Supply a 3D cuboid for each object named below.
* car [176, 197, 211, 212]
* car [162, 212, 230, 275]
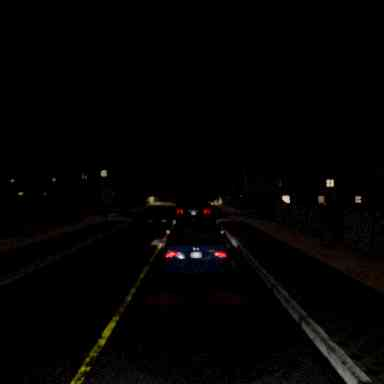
[{"bbox_3d":[0.103,1.335,21.775,2.150,2.045,5.566,0,0,0],"label":"car"},{"bbox_3d":[0.101,1.602,10.632,2.033,1.411,5.357,0,0,0],"label":"car"}]
